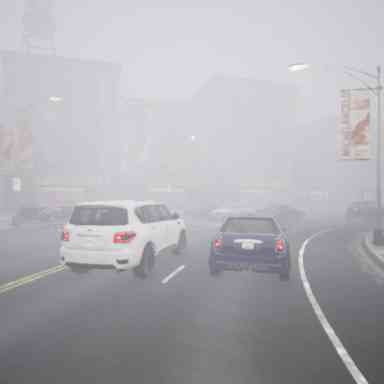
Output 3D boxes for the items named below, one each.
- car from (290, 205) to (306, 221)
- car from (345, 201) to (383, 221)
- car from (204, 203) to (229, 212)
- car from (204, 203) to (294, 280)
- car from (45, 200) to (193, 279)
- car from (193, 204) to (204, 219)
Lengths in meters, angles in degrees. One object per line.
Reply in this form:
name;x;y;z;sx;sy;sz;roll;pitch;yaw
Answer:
car;7.303;1.709;27.220;2.033;1.411;5.357;0;0;44
car;15.617;1.562;29.325;4.553;1.767;2.097;0;0;-34
car;3.392;1.673;28.198;1.812;1.442;4.674;0;-1;42
car;1.950;1.409;10.487;2.097;1.767;4.553;0;0;14
car;-1.791;1.263;10.542;2.150;2.045;5.566;0;0;14
car;1.354;1.752;31.196;1.895;1.301;4.718;0;0;43
